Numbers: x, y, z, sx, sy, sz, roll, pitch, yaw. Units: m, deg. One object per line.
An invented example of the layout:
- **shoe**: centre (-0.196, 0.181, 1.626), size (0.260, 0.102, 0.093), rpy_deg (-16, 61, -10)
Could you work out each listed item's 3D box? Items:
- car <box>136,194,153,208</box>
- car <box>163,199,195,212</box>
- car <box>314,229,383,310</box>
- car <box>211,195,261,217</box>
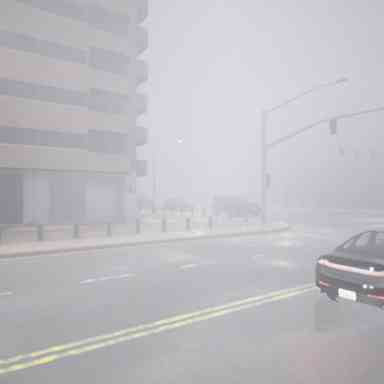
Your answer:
- **car**: centre (-7.597, 1.281, 48.989), size (2.150, 2.045, 5.566), rpy_deg (0, 0, -34)
- **car**: centre (-1.615, 1.538, 40.295), size (1.882, 1.535, 5.008), rpy_deg (0, 0, -35)
- **car**: centre (4.632, 1.534, 7.034), size (4.902, 1.511, 2.128), rpy_deg (0, 0, -35)
- **car**: centre (4.124, 1.282, 32.103), size (2.150, 2.045, 5.566), rpy_deg (0, 0, -35)
